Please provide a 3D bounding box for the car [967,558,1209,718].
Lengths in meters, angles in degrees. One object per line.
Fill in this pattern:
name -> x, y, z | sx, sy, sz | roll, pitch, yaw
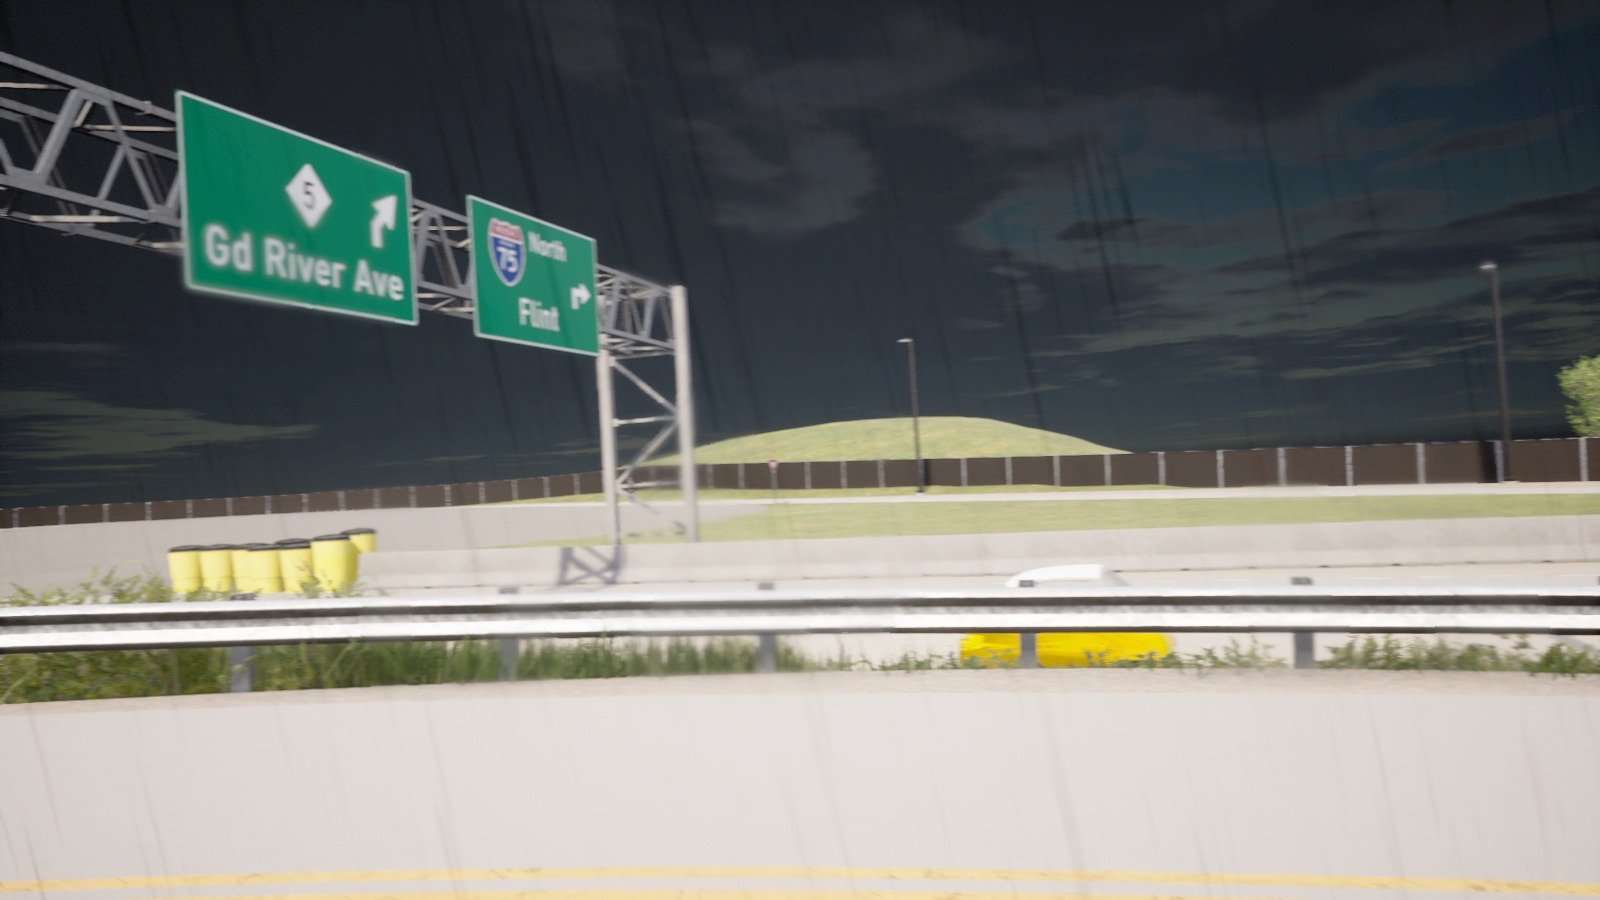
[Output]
car -> 2.959, 1.865, 12.753 | 2.207, 1.376, 1.481 | -3, -1, 18
